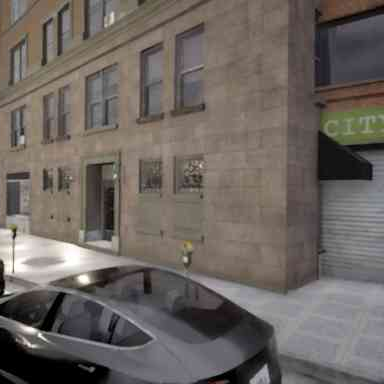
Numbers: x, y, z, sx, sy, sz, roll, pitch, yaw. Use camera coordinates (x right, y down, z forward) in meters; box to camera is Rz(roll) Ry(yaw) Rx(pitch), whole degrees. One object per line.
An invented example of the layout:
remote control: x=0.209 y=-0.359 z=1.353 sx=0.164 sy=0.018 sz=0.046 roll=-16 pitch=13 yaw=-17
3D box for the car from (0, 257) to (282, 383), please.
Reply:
car: x=-1.145 y=1.565 z=3.886 sx=4.313 sy=1.339 sz=1.947 roll=0 pitch=1 yaw=35
